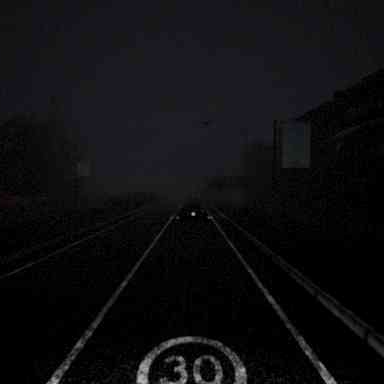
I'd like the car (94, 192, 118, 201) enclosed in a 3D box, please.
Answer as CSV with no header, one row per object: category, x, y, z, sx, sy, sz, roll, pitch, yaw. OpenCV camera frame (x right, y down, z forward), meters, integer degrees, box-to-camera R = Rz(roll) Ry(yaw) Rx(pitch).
car,-21.966,1.156,84.806,5.566,2.045,2.435,0,0,0

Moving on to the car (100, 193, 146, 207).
car,-8.861,1.244,43.010,4.892,1.521,2.231,0,0,0

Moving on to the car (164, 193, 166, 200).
car,-8.919,1.074,71.040,5.566,2.045,2.435,0,0,0

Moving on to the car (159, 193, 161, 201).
car,-8.871,1.289,62.629,4.892,1.521,2.231,0,0,0

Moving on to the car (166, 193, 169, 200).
car,-8.906,1.387,82.251,5.008,1.535,2.097,0,0,0

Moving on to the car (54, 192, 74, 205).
car,-21.917,1.129,54.173,4.553,1.767,2.185,0,0,0

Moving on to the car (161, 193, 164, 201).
car,-8.880,1.313,68.235,5.008,1.535,2.097,0,0,0

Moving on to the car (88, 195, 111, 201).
car,-21.980,1.370,79.236,5.008,1.535,2.097,0,0,0

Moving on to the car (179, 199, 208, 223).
car,0.089,1.430,24.255,1.994,1.385,4.181,0,0,0

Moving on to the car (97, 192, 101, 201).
car,-21.960,1.314,68.096,5.008,1.535,2.097,0,0,0

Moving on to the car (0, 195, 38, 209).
car,-21.942,1.249,40.249,5.008,1.535,2.097,0,0,0

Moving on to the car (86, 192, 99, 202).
car,-21.775,1.298,65.310,5.366,1.575,1.946,0,0,0

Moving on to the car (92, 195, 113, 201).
car,-21.987,1.427,81.896,4.674,1.452,2.002,0,0,0

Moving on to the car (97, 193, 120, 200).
car,-21.972,1.176,87.468,5.566,2.045,2.435,0,0,0

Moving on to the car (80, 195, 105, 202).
car,-22.004,1.369,73.666,4.792,1.488,2.163,0,0,0

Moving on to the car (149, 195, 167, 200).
car,-8.950,1.459,87.854,4.792,1.488,2.163,0,0,0

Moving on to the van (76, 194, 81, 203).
van,-22.066,1.038,56.953,4.442,1.987,1.878,0,0,0

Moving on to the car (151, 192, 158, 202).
car,-8.897,1.002,54.221,5.566,2.045,2.435,0,0,0

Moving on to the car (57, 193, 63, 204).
car,-21.948,1.283,48.604,4.674,1.452,2.002,0,0,0

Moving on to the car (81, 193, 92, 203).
car,-21.954,1.329,62.524,4.674,1.452,2.002,0,0,0

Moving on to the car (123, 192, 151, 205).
car,-8.895,0.989,45.811,5.566,2.045,2.435,0,0,0

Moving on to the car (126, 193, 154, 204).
car,-8.839,1.137,57.021,4.553,1.767,2.185,0,0,0

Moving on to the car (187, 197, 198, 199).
car,0.081,1.320,41.917,2.033,1.411,5.357,0,0,0

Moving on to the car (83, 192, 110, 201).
car,-21.952,1.102,76.450,5.566,2.045,2.435,0,0,0

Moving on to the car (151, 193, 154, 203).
car,-8.873,1.246,51.415,4.892,1.521,2.231,0,0,0

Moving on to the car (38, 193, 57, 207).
car,-21.951,1.241,45.817,5.008,1.535,2.097,0,0,0
